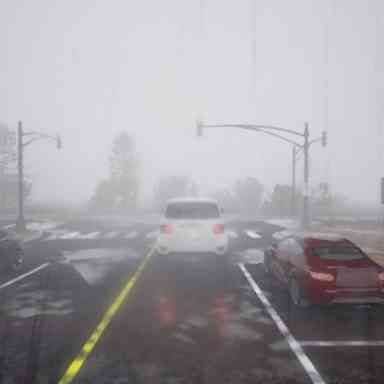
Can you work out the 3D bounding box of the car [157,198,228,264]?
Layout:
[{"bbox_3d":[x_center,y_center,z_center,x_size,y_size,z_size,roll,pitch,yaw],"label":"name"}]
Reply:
[{"bbox_3d":[0.029,1.213,11.954,2.150,2.045,5.566,0,0,0],"label":"car"}]

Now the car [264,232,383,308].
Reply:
[{"bbox_3d":[2.812,1.578,7.642,1.802,1.307,4.206,-1,0,0],"label":"car"}]

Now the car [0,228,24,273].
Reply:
[{"bbox_3d":[-5.697,1.562,7.957,1.947,1.339,4.313,-1,0,0],"label":"car"}]
